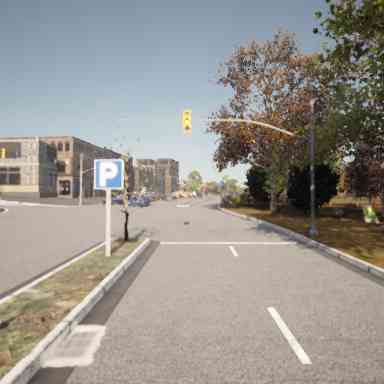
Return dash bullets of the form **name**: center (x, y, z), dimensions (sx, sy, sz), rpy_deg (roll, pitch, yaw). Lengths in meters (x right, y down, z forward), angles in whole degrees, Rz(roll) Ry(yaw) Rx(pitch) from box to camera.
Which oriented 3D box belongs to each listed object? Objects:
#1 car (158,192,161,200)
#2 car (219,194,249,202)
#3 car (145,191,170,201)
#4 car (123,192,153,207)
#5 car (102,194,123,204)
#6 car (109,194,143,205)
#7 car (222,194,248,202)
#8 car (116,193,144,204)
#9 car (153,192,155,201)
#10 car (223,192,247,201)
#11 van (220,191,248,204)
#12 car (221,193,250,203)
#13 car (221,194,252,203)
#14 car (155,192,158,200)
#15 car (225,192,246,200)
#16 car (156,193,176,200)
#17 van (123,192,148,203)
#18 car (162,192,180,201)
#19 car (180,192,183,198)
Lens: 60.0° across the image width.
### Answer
- **car**: center (-9.419, 1.235, 69.953), dimensions (4.674, 1.452, 2.002), rpy_deg (-1, 0, -13)
- **car**: center (8.047, 1.145, 63.445), dimensions (5.366, 1.575, 1.946), rpy_deg (1, 0, -13)
- **car**: center (-8.172, 0.927, 78.944), dimensions (5.566, 2.045, 2.435), rpy_deg (-1, 0, -12)
- **car**: center (-7.191, 1.063, 44.870), dimensions (2.150, 2.045, 5.566), rpy_deg (0, 0, 4)
- **car**: center (-11.559, 1.262, 51.997), dimensions (4.792, 1.488, 2.163), rpy_deg (-1, 0, -15)
- **car**: center (-10.920, 1.215, 54.990), dimensions (5.366, 1.575, 1.946), rpy_deg (-1, 0, -15)
- **car**: center (8.574, 1.183, 66.434), dimensions (4.674, 1.452, 2.002), rpy_deg (1, 0, -13)
- **car**: center (-10.833, 1.091, 57.942), dimensions (4.553, 1.767, 2.185), rpy_deg (-1, 0, -14)
- **car**: center (-10.151, 1.207, 63.955), dimensions (4.892, 1.521, 2.231), rpy_deg (-1, 0, -14)
- **car**: center (9.302, 1.003, 72.303), dimensions (4.553, 1.767, 2.185), rpy_deg (1, 0, -12)
- **van**: center (7.164, 0.944, 54.629), dimensions (4.442, 1.987, 1.878), rpy_deg (1, 0, -14)
- **car**: center (7.541, 1.038, 57.599), dimensions (4.553, 1.767, 2.185), rpy_deg (1, 0, -14)
- **car**: center (8.071, 1.156, 60.594), dimensions (5.366, 1.575, 1.946), rpy_deg (1, 0, -13)
- **car**: center (-9.785, 1.240, 66.951), dimensions (4.674, 1.452, 2.002), rpy_deg (-1, 0, -13)
- **car**: center (10.190, 0.989, 78.174), dimensions (4.553, 1.767, 2.185), rpy_deg (0, 1, -11)
- **car**: center (-6.804, 1.162, 87.886), dimensions (5.008, 1.535, 2.097), rpy_deg (-1, 0, -11)
- **van**: center (-10.373, 0.983, 60.983), dimensions (4.442, 1.987, 1.878), rpy_deg (-1, 0, -14)
- **car**: center (-4.470, 1.216, 71.011), dimensions (1.812, 1.442, 4.674), rpy_deg (0, 0, 7)
- **car**: center (-5.774, 1.024, 93.844), dimensions (4.553, 1.767, 2.185), rpy_deg (-1, 0, -10)
